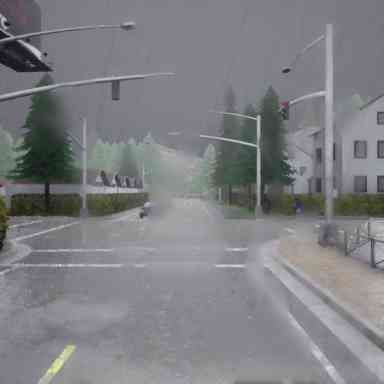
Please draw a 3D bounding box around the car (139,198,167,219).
[{"bbox_3d":[-3.418,1.521,28.779,1.812,1.442,4.674,0,0,-2],"label":"car"}]

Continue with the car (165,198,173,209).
[{"bbox_3d":[-3.578,1.525,44.475,1.812,1.442,4.674,0,0,0],"label":"car"}]
